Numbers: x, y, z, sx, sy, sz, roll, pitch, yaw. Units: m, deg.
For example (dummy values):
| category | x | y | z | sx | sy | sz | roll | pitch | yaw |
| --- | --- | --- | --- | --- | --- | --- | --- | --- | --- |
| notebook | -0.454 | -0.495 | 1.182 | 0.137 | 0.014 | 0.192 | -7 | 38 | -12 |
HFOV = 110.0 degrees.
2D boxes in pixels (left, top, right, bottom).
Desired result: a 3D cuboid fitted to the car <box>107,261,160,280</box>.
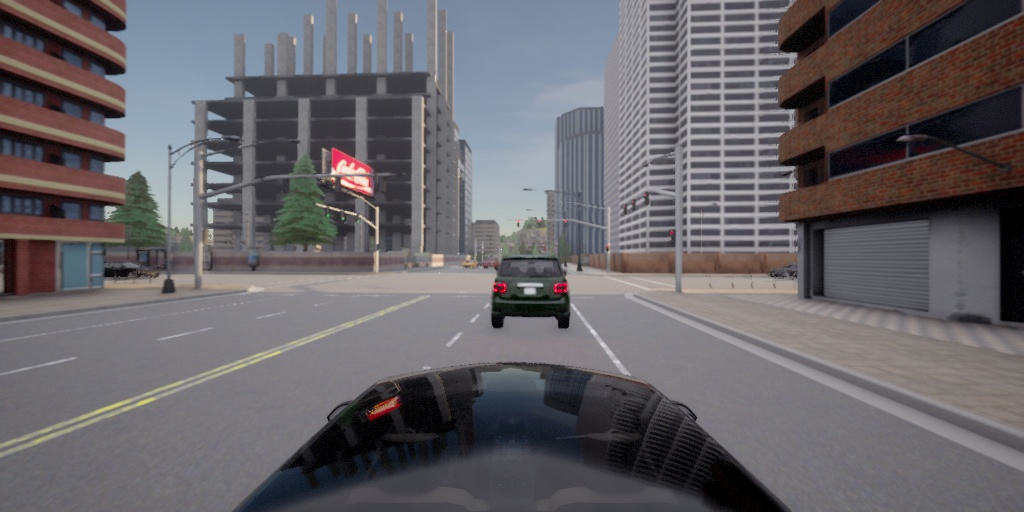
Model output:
| category | x | y | z | sx | sy | sz | roll | pitch | yaw |
| --- | --- | --- | --- | --- | --- | --- | --- | --- | --- |
| car | -33.076 | 1.234 | 30.721 | 5.008 | 1.535 | 1.882 | 0 | 0 | 3 |

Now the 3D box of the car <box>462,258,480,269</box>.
| category | x | y | z | sx | sy | sz | roll | pitch | yaw |
| --- | --- | --- | --- | --- | --- | --- | --- | --- | --- |
| car | -6.988 | 1.416 | 59.707 | 1.882 | 1.535 | 5.008 | 0 | 0 | 4 |

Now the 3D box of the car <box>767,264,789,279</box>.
| category | x | y | z | sx | sy | sz | roll | pitch | yaw |
| --- | --- | --- | --- | --- | --- | --- | --- | --- | --- |
| car | 27.249 | 1.453 | 34.426 | 4.892 | 1.490 | 1.837 | 0 | 0 | 3 |

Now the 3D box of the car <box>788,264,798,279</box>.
| category | x | y | z | sx | sy | sz | roll | pitch | yaw |
| --- | --- | --- | --- | --- | --- | --- | --- | --- | --- |
| car | 26.938 | 1.499 | 30.938 | 4.181 | 1.385 | 1.994 | 0 | 0 | 3 |

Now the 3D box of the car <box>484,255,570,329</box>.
| category | x | y | z | sx | sy | sz | roll | pitch | yaw |
| --- | --- | --- | --- | --- | --- | --- | --- | --- | --- |
| car | 0.611 | 1.005 | 11.616 | 2.150 | 2.045 | 5.566 | 0 | -1 | 3 |

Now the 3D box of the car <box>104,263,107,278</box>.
| category | x | y | z | sx | sy | sz | roll | pitch | yaw |
| --- | --- | --- | --- | --- | --- | --- | --- | --- | --- |
| car | -34.283 | 1.266 | 27.284 | 4.674 | 1.442 | 1.812 | 0 | 0 | 3 |

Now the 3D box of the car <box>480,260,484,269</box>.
| category | x | y | z | sx | sy | sz | roll | pitch | yaw |
| --- | --- | --- | --- | --- | --- | --- | --- | --- | --- |
| car | -3.480 | 1.171 | 59.708 | 2.150 | 2.045 | 5.566 | 0 | 0 | 4 |
